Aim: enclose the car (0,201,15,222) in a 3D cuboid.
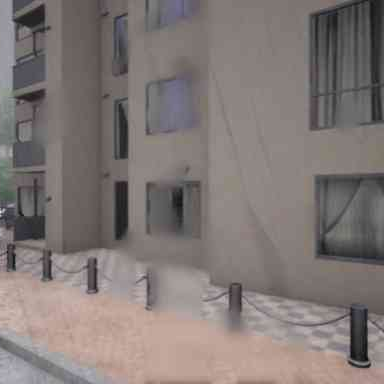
[{"bbox_3d":[-14.297,1.478,27.944,2.097,1.767,4.553,0,0,35],"label":"car"}]
